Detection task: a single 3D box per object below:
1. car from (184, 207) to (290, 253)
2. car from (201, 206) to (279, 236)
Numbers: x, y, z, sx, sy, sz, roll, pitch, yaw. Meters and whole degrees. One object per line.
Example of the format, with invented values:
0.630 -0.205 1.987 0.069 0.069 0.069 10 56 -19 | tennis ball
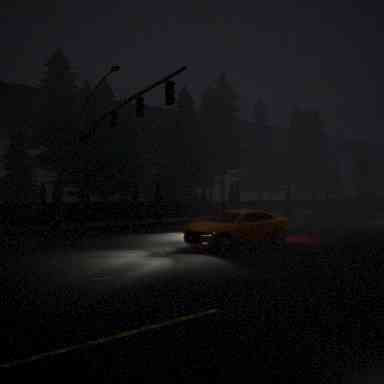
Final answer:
1.970 1.473 13.976 5.008 1.535 1.882 0 0 -35 | car
2.760 1.556 18.832 4.181 1.385 1.994 0 0 -35 | car
